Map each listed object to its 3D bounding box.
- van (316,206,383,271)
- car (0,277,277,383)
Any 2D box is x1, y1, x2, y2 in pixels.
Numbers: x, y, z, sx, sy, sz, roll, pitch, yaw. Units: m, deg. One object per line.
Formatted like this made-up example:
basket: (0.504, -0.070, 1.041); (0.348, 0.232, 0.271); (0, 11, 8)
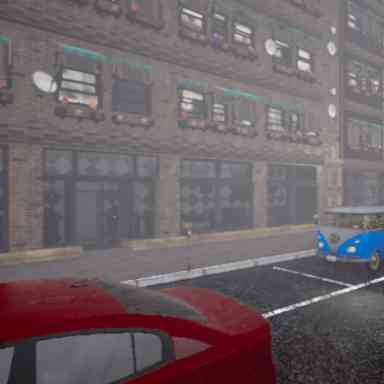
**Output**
van: (5.643, 1.344, 10.588); (3.998, 1.788, 1.690); (0, 0, -36)
car: (-1.580, 1.478, 2.244); (5.008, 1.535, 1.882); (0, 0, -35)
